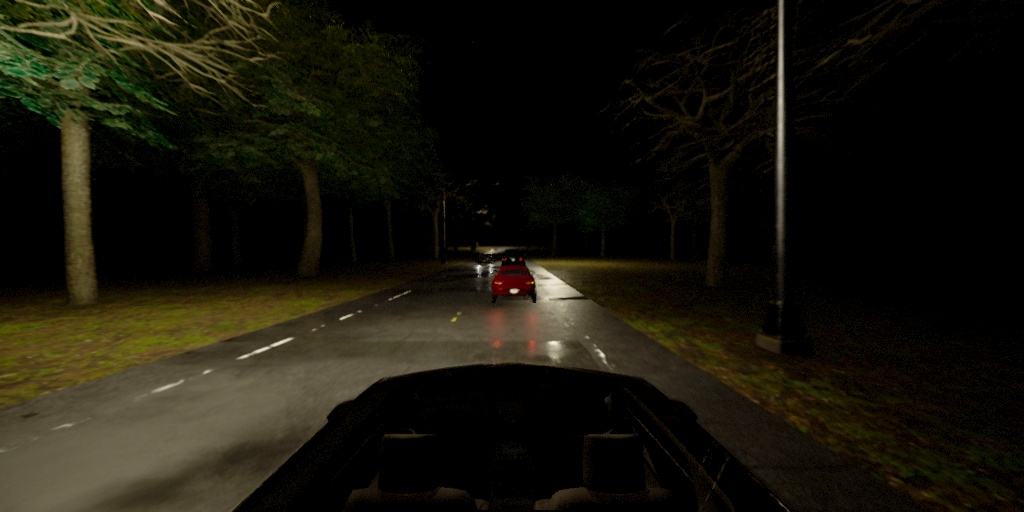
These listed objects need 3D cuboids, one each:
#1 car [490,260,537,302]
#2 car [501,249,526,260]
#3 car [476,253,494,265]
[{"bbox_3d":[0.085,1.108,15.840,1.812,1.442,4.674,0,1,0],"label":"car"},{"bbox_3d":[0.111,0.364,34.342,2.150,2.045,5.566,0,2,0],"label":"car"},{"bbox_3d":[-3.473,0.336,46.724,1.837,1.490,4.892,0,1,0],"label":"car"}]
